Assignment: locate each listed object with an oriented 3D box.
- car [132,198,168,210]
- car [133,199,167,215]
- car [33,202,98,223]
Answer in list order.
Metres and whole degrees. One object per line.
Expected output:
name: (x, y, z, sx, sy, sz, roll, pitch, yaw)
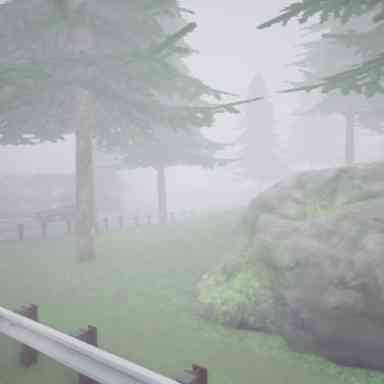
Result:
car: (-5.679, 1.593, 44.272, 2.033, 1.411, 5.357, 0, 0, -44)
car: (-4.078, 1.550, 33.806, 1.812, 1.442, 4.674, 0, 0, 18)
car: (-9.379, 1.527, 25.047, 1.837, 1.490, 4.892, 0, 0, 35)
